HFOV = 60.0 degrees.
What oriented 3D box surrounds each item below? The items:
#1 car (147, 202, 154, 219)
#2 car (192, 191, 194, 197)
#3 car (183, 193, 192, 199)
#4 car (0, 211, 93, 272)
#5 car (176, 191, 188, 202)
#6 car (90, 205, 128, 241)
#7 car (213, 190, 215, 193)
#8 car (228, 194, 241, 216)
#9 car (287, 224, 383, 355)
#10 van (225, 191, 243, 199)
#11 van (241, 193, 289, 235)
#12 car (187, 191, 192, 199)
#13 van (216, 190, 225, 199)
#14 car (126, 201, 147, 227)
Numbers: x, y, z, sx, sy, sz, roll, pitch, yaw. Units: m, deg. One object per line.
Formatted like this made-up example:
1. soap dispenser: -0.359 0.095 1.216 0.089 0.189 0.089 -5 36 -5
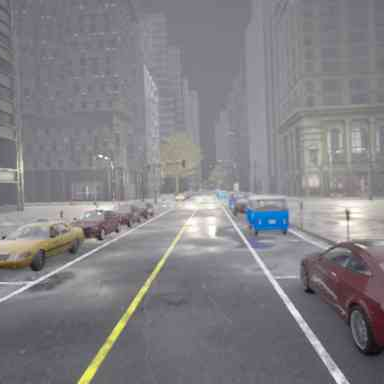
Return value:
1. car: -4.313 1.482 28.030 1.887 1.381 4.507 -2 0 3
2. car: -1.435 0.746 81.911 2.192 1.841 5.009 -2 0 3
3. car: -1.145 0.935 87.194 2.008 1.369 4.403 -2 0 3
4. car: -5.200 1.629 11.308 1.752 1.417 4.829 -2 0 3
5. car: -2.287 1.102 65.897 1.752 1.417 4.829 -2 0 3
6. car: -4.898 1.591 16.995 1.887 1.381 4.507 -2 0 3
7. car: 7.675 0.566 92.622 2.008 1.369 4.403 -2 0 3
8. car: 4.223 1.163 27.554 1.887 1.381 4.507 -2 0 3
9. car: 3.046 1.421 5.487 1.802 1.307 4.206 -2 0 3
10. van: 4.511 0.906 33.069 1.690 1.788 3.998 -2 0 3
11. van: 3.627 1.070 16.519 1.690 1.788 3.998 -2 0 3
12. car: -1.708 1.023 76.631 1.887 1.381 4.507 -2 0 3
13. van: 6.516 0.549 70.999 1.690 1.788 3.998 -2 0 3
14. car: -4.605 1.536 22.512 1.887 1.381 4.507 -2 0 3
